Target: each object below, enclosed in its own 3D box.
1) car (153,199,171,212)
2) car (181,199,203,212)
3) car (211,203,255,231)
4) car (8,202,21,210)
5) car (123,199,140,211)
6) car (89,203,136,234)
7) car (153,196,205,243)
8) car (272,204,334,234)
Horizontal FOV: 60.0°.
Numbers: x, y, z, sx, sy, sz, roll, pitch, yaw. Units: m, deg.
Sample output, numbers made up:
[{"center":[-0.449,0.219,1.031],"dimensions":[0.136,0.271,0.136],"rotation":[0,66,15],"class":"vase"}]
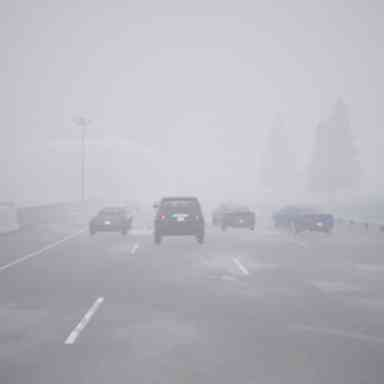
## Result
[{"center":[-3.619,1.509,39.315],"dimensions":[1.895,1.301,4.718],"rotation":[0,0,-8],"class":"car"},{"center":[-0.075,1.506,39.256],"dimensions":[1.895,1.301,4.718],"rotation":[0,0,-8],"class":"car"},{"center":[2.407,1.426,20.381],"dimensions":[1.882,1.535,5.008],"rotation":[0,0,-6],"class":"car"},{"center":[-16.472,1.470,29.029],"dimensions":[1.812,1.442,4.674],"rotation":[0,0,-8],"class":"car"},{"center":[-7.137,1.513,39.181],"dimensions":[1.895,1.301,4.718],"rotation":[0,0,-8],"class":"car"},{"center":[-4.481,1.522,18.885],"dimensions":[1.994,1.385,4.181],"rotation":[0,0,-5],"class":"car"},{"center":[-0.687,1.183,16.067],"dimensions":[2.150,2.045,5.566],"rotation":[0,0,-5],"class":"car"},{"center":[6.070,1.427,18.809],"dimensions":[1.882,1.535,5.008],"rotation":[0,0,-5],"class":"car"}]
